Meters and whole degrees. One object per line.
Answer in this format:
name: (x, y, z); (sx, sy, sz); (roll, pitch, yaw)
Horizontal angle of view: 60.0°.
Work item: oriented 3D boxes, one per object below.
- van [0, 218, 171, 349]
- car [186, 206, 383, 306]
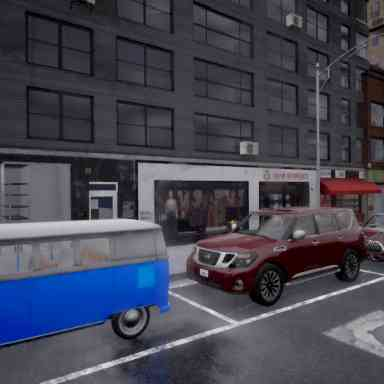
van: (-2.261, 1.341, 4.934); (3.998, 1.788, 1.690); (0, -1, -35)
car: (2.286, 1.313, 8.178); (5.009, 1.841, 2.192); (0, -1, -35)
